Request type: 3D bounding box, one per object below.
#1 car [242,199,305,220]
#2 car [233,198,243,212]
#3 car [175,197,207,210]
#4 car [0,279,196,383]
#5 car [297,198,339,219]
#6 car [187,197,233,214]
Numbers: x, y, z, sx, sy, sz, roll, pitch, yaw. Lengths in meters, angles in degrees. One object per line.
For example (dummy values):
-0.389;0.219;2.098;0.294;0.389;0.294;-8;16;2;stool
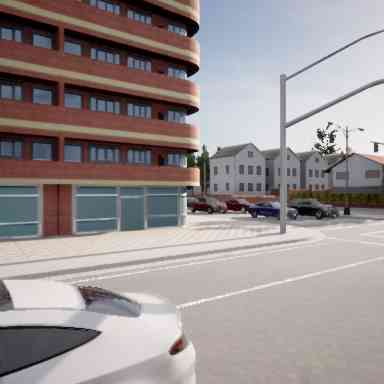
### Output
6.784;1.526;28.163;1.812;1.442;4.674;0;0;-35;car
5.169;1.478;36.632;1.882;1.535;5.008;0;0;-35;car
-0.212;1.505;44.422;1.837;1.490;4.892;0;0;-35;car
-2.114;1.526;2.481;4.674;1.442;1.812;0;0;-36;car
10.419;1.352;29.056;2.097;1.767;4.553;0;0;-35;car
1.790;1.352;35.361;2.097;1.767;4.553;0;0;-34;car
